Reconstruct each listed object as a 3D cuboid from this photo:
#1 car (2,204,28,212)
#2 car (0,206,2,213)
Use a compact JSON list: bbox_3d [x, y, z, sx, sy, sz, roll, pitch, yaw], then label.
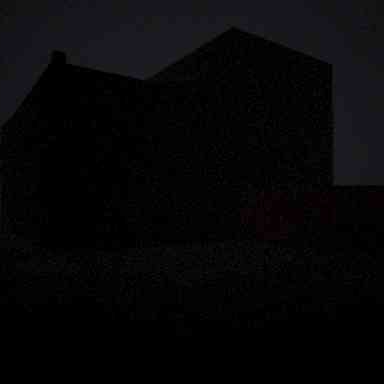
[{"bbox_3d":[-37.800,3.417,70.940,5.366,1.575,1.946,0,-2,26],"label":"car"},{"bbox_3d":[-30.861,2.811,55.483,4.553,1.767,2.185,0,-3,26],"label":"car"}]
